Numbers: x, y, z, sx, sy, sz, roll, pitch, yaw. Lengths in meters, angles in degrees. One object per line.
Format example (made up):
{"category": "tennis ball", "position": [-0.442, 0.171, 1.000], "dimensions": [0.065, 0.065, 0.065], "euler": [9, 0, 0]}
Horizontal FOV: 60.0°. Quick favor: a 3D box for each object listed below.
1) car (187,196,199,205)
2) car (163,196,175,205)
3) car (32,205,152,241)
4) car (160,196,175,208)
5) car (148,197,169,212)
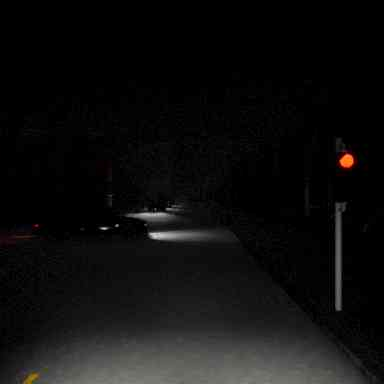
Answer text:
{"category": "car", "position": [0.115, 1.505, 60.654], "dimensions": [1.837, 1.490, 4.892], "euler": [0, 0, 0]}
{"category": "car", "position": [-4.054, 1.525, 58.541], "dimensions": [1.812, 1.442, 4.674], "euler": [0, 0, 0]}
{"category": "car", "position": [-4.934, 1.547, 16.498], "dimensions": [5.357, 1.411, 2.033], "euler": [0, 0, -14]}
{"category": "car", "position": [-4.087, 1.352, 48.387], "dimensions": [2.097, 1.767, 4.553], "euler": [0, 0, 0]}
{"category": "car", "position": [-4.099, 1.601, 39.424], "dimensions": [1.895, 1.301, 4.718], "euler": [0, 0, 0]}
